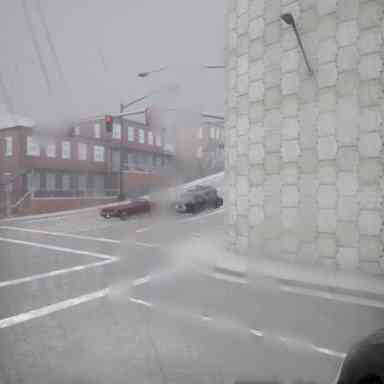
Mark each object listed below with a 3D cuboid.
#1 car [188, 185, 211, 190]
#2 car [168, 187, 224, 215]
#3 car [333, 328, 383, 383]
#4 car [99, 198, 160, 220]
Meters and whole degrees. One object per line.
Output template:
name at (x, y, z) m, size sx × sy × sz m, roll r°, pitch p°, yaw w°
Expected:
car at (0.685, 0.077, 32.107) m, size 1.994 × 1.385 × 4.181 m, roll 0°, pitch 9°, yaw 36°
car at (0.375, 0.828, 25.264) m, size 2.033 × 1.411 × 5.357 m, roll 0°, pitch 6°, yaw 35°
car at (3.318, 1.492, 1.597) m, size 4.902 × 1.511 × 2.128 m, roll 0°, pitch 0°, yaw 36°
car at (-4.550, 1.187, 24.722) m, size 1.895 × 1.301 × 4.718 m, roll 0°, pitch 5°, yaw 35°
